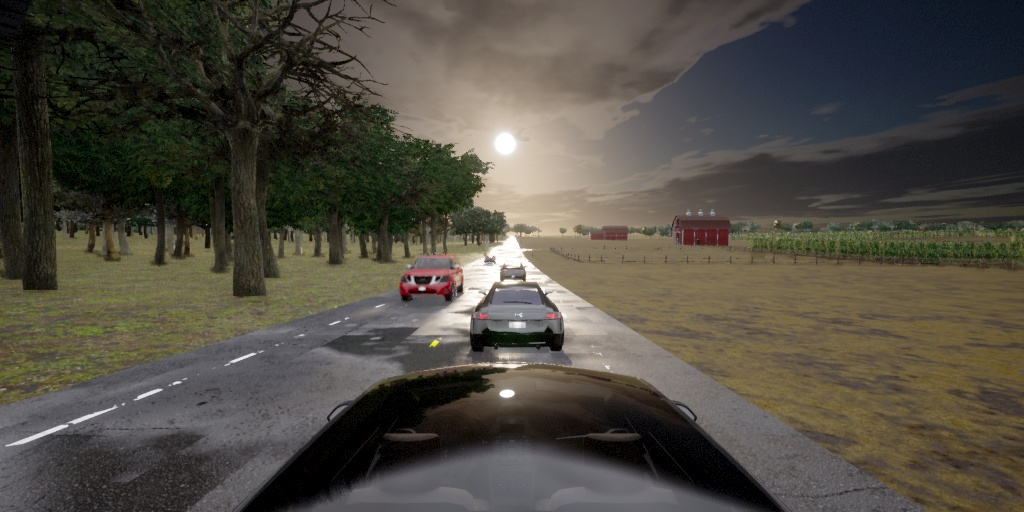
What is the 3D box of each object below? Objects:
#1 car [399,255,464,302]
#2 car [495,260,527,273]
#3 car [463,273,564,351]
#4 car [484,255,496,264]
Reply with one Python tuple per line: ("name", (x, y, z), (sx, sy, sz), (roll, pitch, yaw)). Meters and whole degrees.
("car", (-3.615, 0.954, 17.194), (2.150, 2.045, 5.566), (0, 0, 0))
("car", (0.075, 1.165, 26.659), (2.128, 1.511, 4.902), (0, 1, 0))
("car", (0.094, 1.307, 8.972), (1.994, 1.385, 4.181), (0, 0, 0))
("car", (-3.557, 0.517, 59.673), (2.033, 1.411, 5.357), (0, 2, 0))
